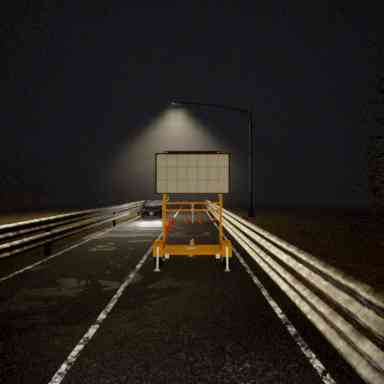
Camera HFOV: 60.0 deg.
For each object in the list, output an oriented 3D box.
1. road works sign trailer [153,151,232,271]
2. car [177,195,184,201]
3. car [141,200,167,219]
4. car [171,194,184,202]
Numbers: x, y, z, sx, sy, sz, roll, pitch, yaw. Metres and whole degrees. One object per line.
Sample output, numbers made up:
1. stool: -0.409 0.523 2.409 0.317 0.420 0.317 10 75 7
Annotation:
1. road works sign trailer: 0.020 0.468 10.869 2.380 3.560 2.880 0 0 0
2. car: -3.166 1.512 90.699 1.882 1.535 5.008 0 0 0
3. car: -3.322 1.503 29.586 2.128 1.511 4.902 0 0 0
4. car: -3.185 1.251 70.430 2.150 2.045 5.566 0 0 0
